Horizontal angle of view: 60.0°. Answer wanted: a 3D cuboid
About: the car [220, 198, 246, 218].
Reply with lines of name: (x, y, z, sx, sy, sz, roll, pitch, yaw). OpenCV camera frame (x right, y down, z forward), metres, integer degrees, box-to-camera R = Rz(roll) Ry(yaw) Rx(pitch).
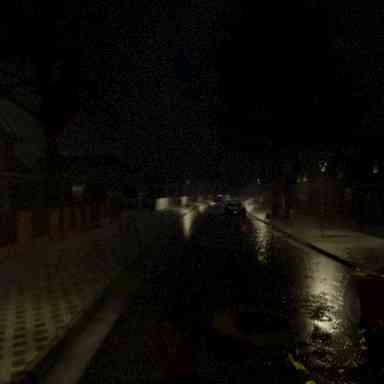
car: (3.904, 1.551, 30.859, 2.128, 1.511, 4.902, 0, 0, 4)

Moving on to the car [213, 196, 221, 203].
car: (5.942, 1.648, 75.064, 1.882, 1.535, 5.008, 0, 0, 9)

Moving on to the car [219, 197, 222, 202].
car: (4.746, 1.688, 42.970, 1.895, 1.301, 4.718, 0, 0, 6)

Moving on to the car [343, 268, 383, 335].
car: (3.592, 1.546, 4.047, 1.812, 1.442, 4.674, 0, 0, 1)
